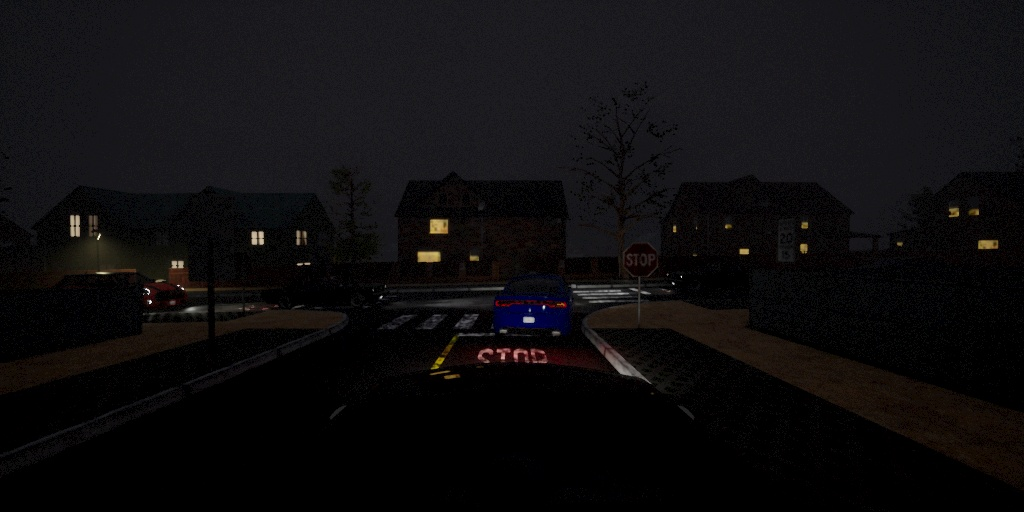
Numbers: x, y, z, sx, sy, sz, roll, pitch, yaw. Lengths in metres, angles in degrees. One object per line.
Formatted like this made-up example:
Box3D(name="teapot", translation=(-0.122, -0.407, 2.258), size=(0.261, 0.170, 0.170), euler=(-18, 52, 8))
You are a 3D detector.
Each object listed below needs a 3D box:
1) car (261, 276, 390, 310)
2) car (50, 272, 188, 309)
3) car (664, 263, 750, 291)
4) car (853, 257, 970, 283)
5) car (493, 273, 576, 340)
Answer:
Box3D(name="car", translation=(-7.815, 1.505, 15.370), size=(4.718, 1.301, 1.895), euler=(-1, 1, 0))
Box3D(name="car", translation=(-16.803, 1.470, 15.360), size=(4.553, 1.767, 2.097), euler=(-1, 1, 0))
Box3D(name="car", translation=(10.406, 1.033, 18.303), size=(4.718, 1.301, 1.895), euler=(-1, 1, -1))
Box3D(name="car", translation=(20.051, 0.752, 18.342), size=(5.357, 1.411, 2.033), euler=(-1, 1, 0))
Box3D(name="car", translation=(0.784, 1.226, 10.165), size=(1.882, 1.535, 5.008), euler=(0, 0, 10))
